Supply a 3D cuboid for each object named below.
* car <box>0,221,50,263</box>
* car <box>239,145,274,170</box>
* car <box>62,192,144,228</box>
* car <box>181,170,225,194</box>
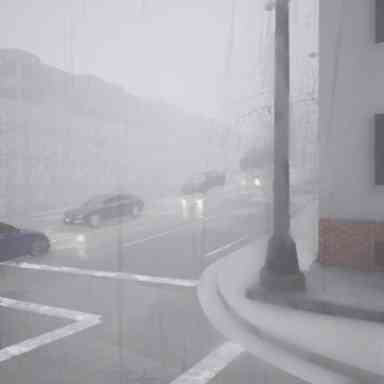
[{"bbox_3d":[-6.161,1.514,9.636,1.812,1.442,4.674,-2,1,10],"label":"car"},{"bbox_3d":[6.982,-3.710,34.923,2.150,2.045,5.566,1,14,35],"label":"car"},{"bbox_3d":[-4.767,0.871,18.298,1.837,1.490,4.892,0,7,35],"label":"car"},{"bbox_3d":[0.980,-0.903,26.469,1.812,1.442,4.674,0,13,35],"label":"car"}]
